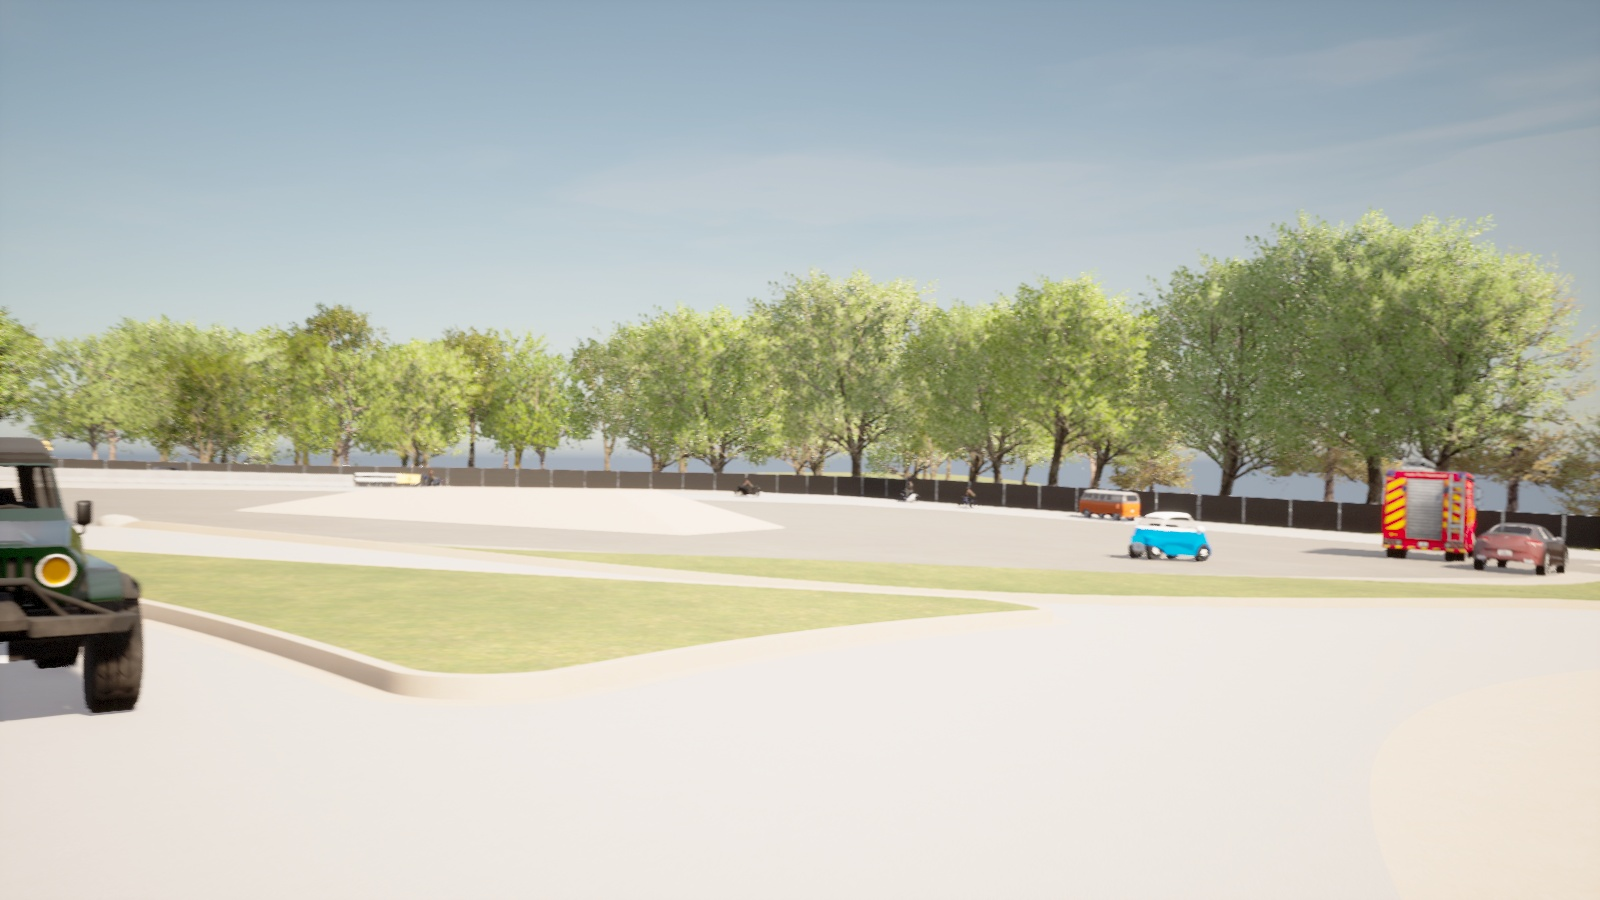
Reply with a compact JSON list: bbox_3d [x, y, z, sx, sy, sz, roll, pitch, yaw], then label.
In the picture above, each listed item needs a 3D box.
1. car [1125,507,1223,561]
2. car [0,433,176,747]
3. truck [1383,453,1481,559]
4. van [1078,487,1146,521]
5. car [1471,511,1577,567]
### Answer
[{"bbox_3d":[10.680,2.396,35.878,2.207,1.376,1.481,3,-2,-25],"label":"car"},{"bbox_3d":[-5.989,0.874,9.040,1.905,1.878,3.866,0,-1,-39],"label":"car"},{"bbox_3d":[25.563,2.239,50.575,2.891,3.827,8.468,1,-2,30],"label":"truck"},{"bbox_3d":[21.415,3.685,86.350,1.775,1.987,4.442,1,1,-36],"label":"van"},{"bbox_3d":[24.615,2.984,42.620,2.152,1.651,5.027,3,-1,41],"label":"car"}]
